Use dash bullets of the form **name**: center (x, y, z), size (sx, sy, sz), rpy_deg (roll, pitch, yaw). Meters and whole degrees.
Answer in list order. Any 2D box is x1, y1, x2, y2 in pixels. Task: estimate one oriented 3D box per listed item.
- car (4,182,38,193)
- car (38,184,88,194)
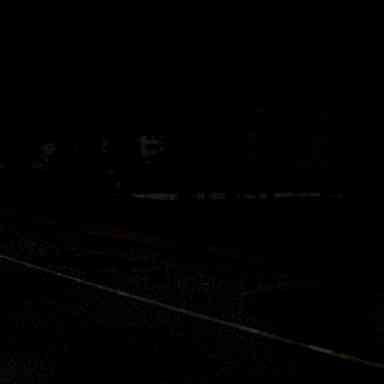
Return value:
- **car**: center (-20.238, -0.437, 40.542), size (2.128, 1.511, 4.902), rpy_deg (4, 2, 37)
- **car**: center (-15.528, -0.182, 40.946), size (2.033, 1.411, 5.357), rpy_deg (4, 2, 38)
